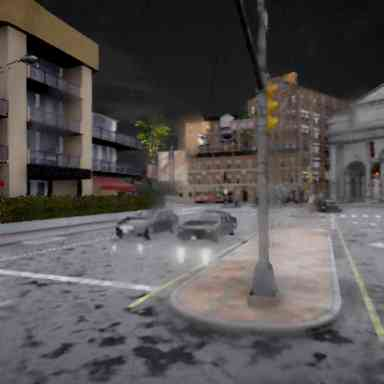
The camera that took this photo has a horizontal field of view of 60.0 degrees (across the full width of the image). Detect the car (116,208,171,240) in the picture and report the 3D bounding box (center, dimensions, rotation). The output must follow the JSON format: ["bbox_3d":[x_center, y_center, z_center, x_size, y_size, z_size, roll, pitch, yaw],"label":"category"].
[{"bbox_3d":[-2.321,1.686,18.533,2.128,1.511,4.902,-1,-1,22],"label":"car"}]

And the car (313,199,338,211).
[{"bbox_3d":[18.114,1.751,45.340,1.837,1.490,4.892,0,0,-2],"label":"car"}]

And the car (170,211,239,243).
[{"bbox_3d":[1.044,1.701,17.529,2.033,1.411,5.357,-1,-1,22],"label":"car"}]
